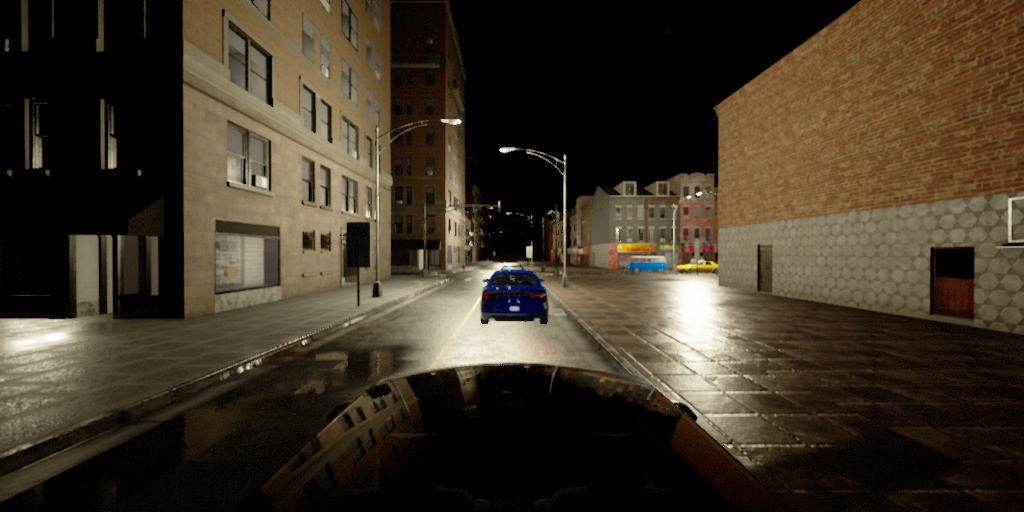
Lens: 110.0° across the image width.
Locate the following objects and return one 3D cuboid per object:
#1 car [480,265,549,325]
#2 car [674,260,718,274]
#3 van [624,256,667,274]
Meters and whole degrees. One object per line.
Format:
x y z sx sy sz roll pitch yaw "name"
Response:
0.059 1.176 11.590 1.882 1.535 5.008 0 0 0 "car"
19.034 1.084 36.467 4.829 1.417 1.751 0 0 0 "car"
13.592 0.905 36.453 3.998 1.789 1.690 0 0 0 "van"
